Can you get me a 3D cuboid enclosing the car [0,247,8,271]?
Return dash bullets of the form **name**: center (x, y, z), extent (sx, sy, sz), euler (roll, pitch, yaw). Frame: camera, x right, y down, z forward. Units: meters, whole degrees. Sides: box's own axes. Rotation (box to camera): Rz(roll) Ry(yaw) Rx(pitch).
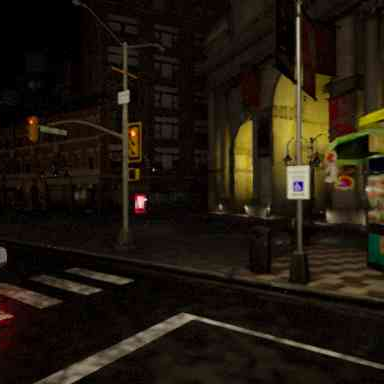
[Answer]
- **car**: center (-7.067, 1.642, 9.030), extent (4.718, 1.301, 1.895), euler (0, 0, 36)
